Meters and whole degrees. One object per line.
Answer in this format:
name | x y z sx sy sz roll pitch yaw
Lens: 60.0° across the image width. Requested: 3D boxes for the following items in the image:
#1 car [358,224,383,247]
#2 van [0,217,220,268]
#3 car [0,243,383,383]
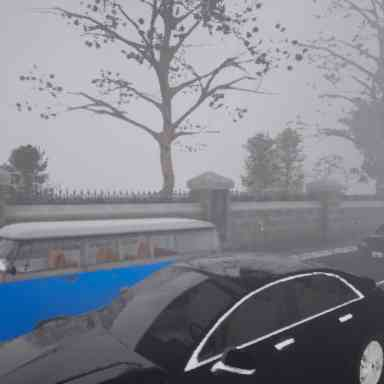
car | 7.835 1.697 12.137 4.313 1.339 1.947 1 0 -35
van | -1.334 1.362 5.606 3.998 1.788 1.690 1 0 -35
car | 0.345 1.527 3.619 4.892 1.490 1.837 1 0 -35
